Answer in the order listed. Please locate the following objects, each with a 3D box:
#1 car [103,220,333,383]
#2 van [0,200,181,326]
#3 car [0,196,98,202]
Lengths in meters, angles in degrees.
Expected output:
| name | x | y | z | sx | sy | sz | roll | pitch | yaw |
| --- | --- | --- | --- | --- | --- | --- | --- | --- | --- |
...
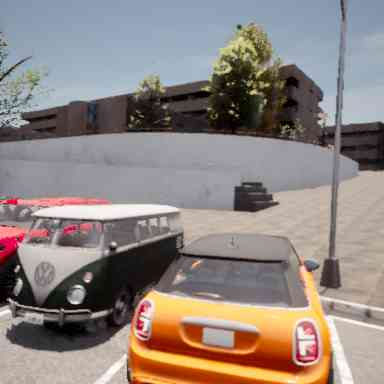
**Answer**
| name | x | y | z | sx | sy | sz | roll | pitch | yaw |
| --- | --- | --- | --- | --- | --- | --- | --- | --- | --- |
| car | 0.835 | 1.419 | 5.151 | 2.185 | 1.767 | 4.553 | 1 | -1 | 16 |
| van | -1.605 | 1.260 | 6.853 | 1.878 | 1.987 | 4.442 | 2 | -1 | 16 |
| car | -4.013 | 1.179 | 8.705 | 2.435 | 2.045 | 5.566 | 2 | -1 | 16 |
